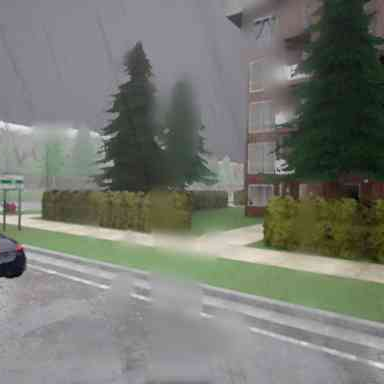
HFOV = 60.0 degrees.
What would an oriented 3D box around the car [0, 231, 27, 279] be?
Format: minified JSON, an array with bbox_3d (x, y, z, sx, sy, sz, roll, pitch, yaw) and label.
[{"bbox_3d":[-5.921,1.348,8.175,4.181,1.385,1.994,2,1,35],"label":"car"}]
